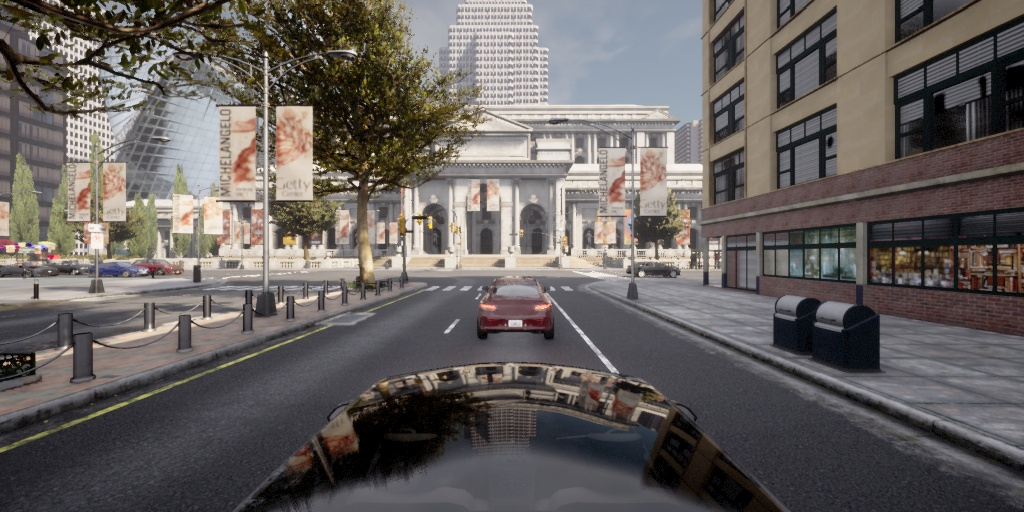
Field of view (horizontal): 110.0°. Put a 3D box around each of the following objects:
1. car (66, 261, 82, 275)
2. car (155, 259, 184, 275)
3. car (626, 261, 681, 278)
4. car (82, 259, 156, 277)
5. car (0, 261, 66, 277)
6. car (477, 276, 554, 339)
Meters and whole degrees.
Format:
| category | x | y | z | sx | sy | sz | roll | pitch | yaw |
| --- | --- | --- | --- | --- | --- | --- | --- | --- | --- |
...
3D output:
| category | x | y | z | sx | sy | sz | roll | pitch | yaw |
| --- | --- | --- | --- | --- | --- | --- | --- | --- | --- |
| car | -46.267 | 1.241 | 37.684 | 4.902 | 1.511 | 2.128 | 0 | 0 | 0 |
| car | -37.312 | 1.102 | 37.647 | 4.553 | 1.767 | 2.097 | 0 | 0 | 0 |
| car | 13.251 | 1.255 | 33.615 | 4.892 | 1.490 | 1.837 | 0 | 0 | 1 |
| car | -37.344 | 1.276 | 34.152 | 4.674 | 1.442 | 1.812 | 0 | 0 | 0 |
| car | -46.104 | 1.314 | 34.177 | 4.181 | 1.385 | 1.994 | 0 | 0 | -1 |
| car | 0.111 | 1.276 | 9.959 | 1.812 | 1.442 | 4.674 | 0 | 0 | 1 |
